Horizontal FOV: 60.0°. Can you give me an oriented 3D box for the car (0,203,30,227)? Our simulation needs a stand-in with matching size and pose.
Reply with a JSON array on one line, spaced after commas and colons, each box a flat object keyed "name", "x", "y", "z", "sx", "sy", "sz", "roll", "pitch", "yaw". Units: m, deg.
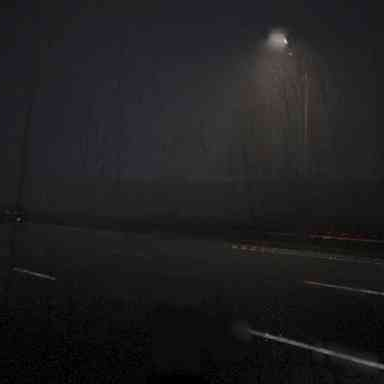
[{"name": "car", "x": -12.440, "y": 1.447, "z": 21.473, "sx": 4.902, "sy": 1.511, "sz": 2.128, "roll": 0, "pitch": 0, "yaw": 36}]
